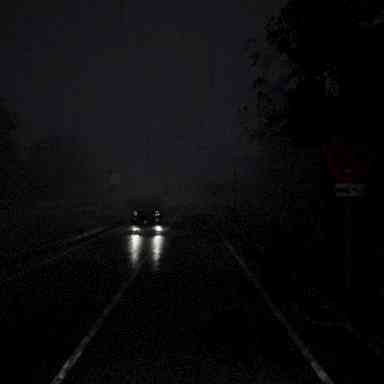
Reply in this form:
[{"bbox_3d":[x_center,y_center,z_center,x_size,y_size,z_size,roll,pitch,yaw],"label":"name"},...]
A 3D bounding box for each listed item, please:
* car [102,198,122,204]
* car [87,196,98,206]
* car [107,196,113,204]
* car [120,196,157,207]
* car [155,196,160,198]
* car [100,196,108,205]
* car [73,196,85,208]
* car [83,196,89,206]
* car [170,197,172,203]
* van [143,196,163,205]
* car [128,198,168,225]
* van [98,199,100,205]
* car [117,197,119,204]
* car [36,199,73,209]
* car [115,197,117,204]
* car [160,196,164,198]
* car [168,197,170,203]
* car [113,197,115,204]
[{"bbox_3d":[-21.977,2.484,91.299,5.008,1.535,2.097,0,-1,0],"label":"car"},{"bbox_3d":[-21.916,1.923,66.241,4.553,1.767,2.185,0,-1,0],"label":"car"},{"bbox_3d":[-21.774,2.235,77.375,5.366,1.575,1.946,0,-1,0],"label":"car"},{"bbox_3d":[-8.861,1.888,55.076,4.892,1.521,2.231,0,-1,0],"label":"car"},{"bbox_3d":[-8.895,1.669,57.880,5.566,2.045,2.435,0,-1,0],"label":"car"},{"bbox_3d":[-21.953,2.230,74.590,4.674,1.452,2.002,0,-1,0],"label":"car"},{"bbox_3d":[-21.951,1.928,57.885,5.008,1.535,2.097,0,-1,0],"label":"car"},{"bbox_3d":[-21.948,2.006,60.671,4.674,1.452,2.002,0,-1,0],"label":"car"},{"bbox_3d":[-8.903,2.532,94.313,5.008,1.535,2.097,0,-1,0],"label":"car"},{"bbox_3d":[-8.996,2.005,77.499,4.442,1.987,1.878,0,-1,0],"label":"van"},{"bbox_3d":[-3.259,1.542,25.550,2.097,1.767,4.553,0,0,0],"label":"car"},{"bbox_3d":[-22.065,1.868,69.023,4.442,1.987,1.878,0,-1,0],"label":"van"},{"bbox_3d":[-22.002,2.412,85.730,4.792,1.488,2.163,0,-1,0],"label":"car"},{"bbox_3d":[-21.942,1.866,52.317,5.008,1.535,2.097,0,0,0],"label":"car"},{"bbox_3d":[-21.939,2.363,82.945,4.792,1.488,2.163,0,-1,0],"label":"car"},{"bbox_3d":[-8.896,1.790,66.290,5.566,2.045,2.435,0,-1,0],"label":"car"},{"bbox_3d":[-8.917,2.076,83.106,5.566,2.045,2.435,0,-1,0],"label":"car"},{"bbox_3d":[-21.958,2.286,80.161,5.008,1.535,2.097,0,-1,0],"label":"car"}]
